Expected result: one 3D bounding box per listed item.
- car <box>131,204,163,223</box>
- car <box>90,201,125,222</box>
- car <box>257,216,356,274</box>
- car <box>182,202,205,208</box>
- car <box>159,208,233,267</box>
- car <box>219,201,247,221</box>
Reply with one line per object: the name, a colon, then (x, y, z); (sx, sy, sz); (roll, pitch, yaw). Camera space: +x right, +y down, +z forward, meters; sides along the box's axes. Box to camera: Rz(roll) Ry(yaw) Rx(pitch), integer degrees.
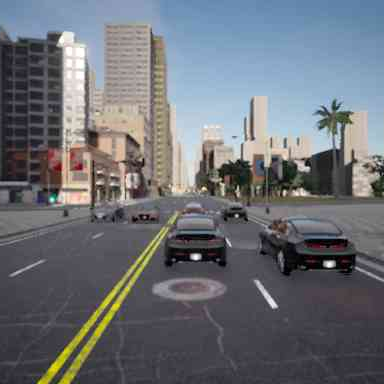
car: (-3.334, 1.587, 25.354); (1.994, 1.385, 4.181); (0, 0, 0)
car: (-6.579, 1.516, 26.295); (2.128, 1.511, 4.902); (0, 0, 0)
car: (3.349, 1.512, 10.523); (1.837, 1.490, 4.892); (0, 0, 0)
car: (0.115, 1.553, 27.893); (1.812, 1.442, 4.674); (0, 0, 0)
car: (0.099, 1.511, 11.374); (1.837, 1.490, 4.892); (0, 0, 0)
car: (3.346, 1.530, 27.267); (1.837, 1.490, 4.892); (0, 0, 0)
